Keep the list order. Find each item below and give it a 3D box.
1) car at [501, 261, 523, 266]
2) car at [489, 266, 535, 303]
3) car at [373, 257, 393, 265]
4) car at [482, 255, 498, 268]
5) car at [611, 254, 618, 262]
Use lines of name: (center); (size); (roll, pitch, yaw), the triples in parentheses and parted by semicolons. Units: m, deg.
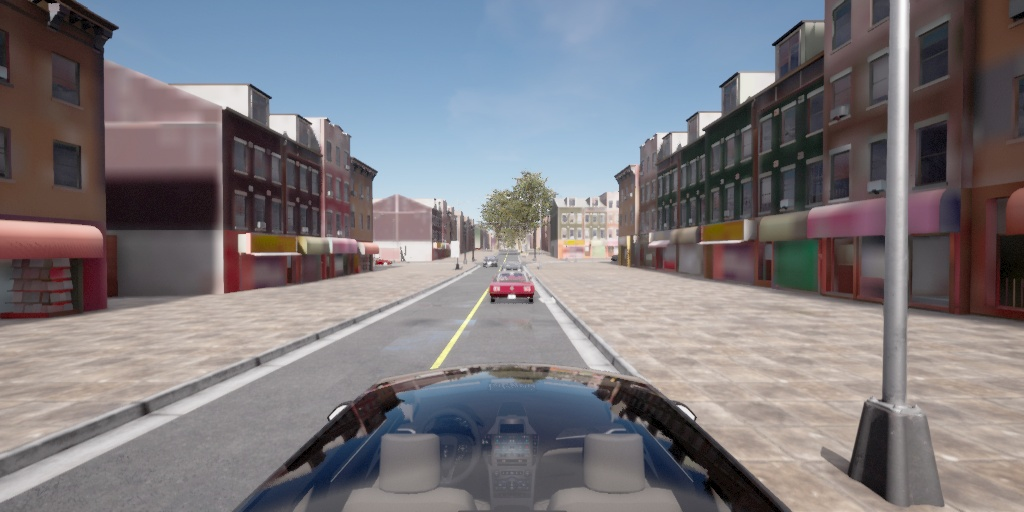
car: (0.001, 1.128, 31.519); (1.895, 1.301, 4.718); (0, 1, 0)
car: (0.000, 1.325, 16.527); (1.895, 1.301, 4.718); (0, 0, 0)
car: (-20.370, 0.826, 54.365); (4.507, 1.381, 1.888); (0, 0, 0)
car: (-2.750, 0.691, 46.481); (2.128, 1.511, 4.902); (0, 1, 0)
car: (17.212, 0.288, 54.499); (4.313, 1.339, 1.948); (0, 0, 0)
